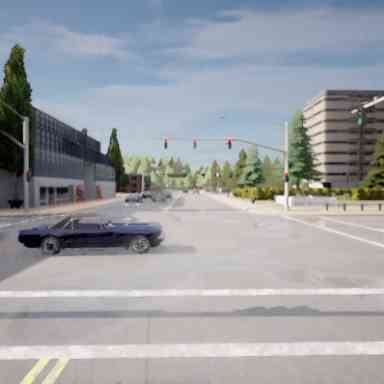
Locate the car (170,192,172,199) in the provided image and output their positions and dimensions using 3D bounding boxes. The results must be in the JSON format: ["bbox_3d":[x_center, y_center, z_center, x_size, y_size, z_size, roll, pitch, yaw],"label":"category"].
[{"bbox_3d":[-4.849,0.540,63.455,1.882,1.535,5.008,0,1,-1],"label":"car"}]

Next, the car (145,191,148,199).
[{"bbox_3d":[-8.347,0.539,63.538,1.882,1.535,5.008,0,1,-1],"label":"car"}]

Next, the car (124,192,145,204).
[{"bbox_3d":[-8.098,0.841,46.202,1.812,1.442,4.674,0,1,-1],"label":"car"}]

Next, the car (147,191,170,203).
[{"bbox_3d":[-4.613,0.794,47.075,2.128,1.511,4.902,0,1,-1],"label":"car"}]

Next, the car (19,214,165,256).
[{"bbox_3d":[-3.314,1.426,11.772,4.718,1.301,1.895,0,1,-4],"label":"car"}]
